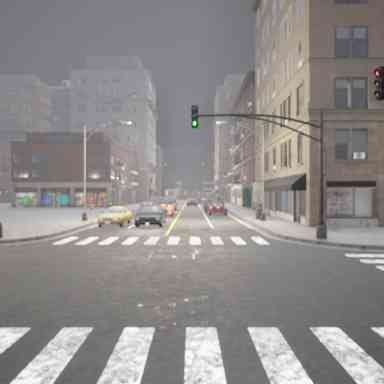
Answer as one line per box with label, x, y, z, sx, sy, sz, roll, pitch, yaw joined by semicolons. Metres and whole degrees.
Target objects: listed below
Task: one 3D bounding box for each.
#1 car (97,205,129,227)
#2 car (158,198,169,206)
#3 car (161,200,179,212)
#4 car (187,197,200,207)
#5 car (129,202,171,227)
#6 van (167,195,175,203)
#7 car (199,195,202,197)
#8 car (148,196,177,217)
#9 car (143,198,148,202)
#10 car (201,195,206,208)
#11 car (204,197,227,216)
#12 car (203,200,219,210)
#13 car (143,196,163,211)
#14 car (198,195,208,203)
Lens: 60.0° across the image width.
car;-5.408;1.646;23.661;1.752;1.417;4.829;0;0;0
car;-5.440;1.908;63.464;1.802;1.307;4.206;0;0;0
car;-2.882;1.773;44.002;2.033;1.411;5.357;0;0;0
car;0.057;1.895;57.184;1.895;1.301;4.718;0;0;0
car;-2.869;1.670;23.946;2.033;1.411;5.357;0;0;0
van;-5.458;1.786;86.112;1.690;1.788;3.998;0;0;0
car;2.581;1.906;69.132;2.008;1.369;4.403;0;0;0
car;-2.880;1.524;33.595;2.097;1.767;4.553;0;0;0
car;-5.422;1.760;40.816;2.008;1.369;4.403;0;0;0
car;2.603;1.524;40.824;2.192;1.841;5.009;0;0;0
car;2.608;1.620;35.161;1.967;1.590;4.097;0;0;0
car;2.599;1.804;46.484;1.947;1.339;4.313;0;0;0
car;-5.426;1.554;46.480;2.192;1.841;5.009;0;0;0
car;2.572;1.730;80.456;2.192;1.841;5.009;0;0;0
